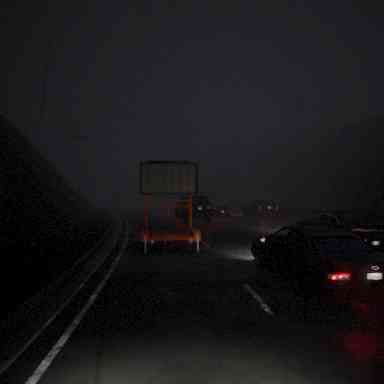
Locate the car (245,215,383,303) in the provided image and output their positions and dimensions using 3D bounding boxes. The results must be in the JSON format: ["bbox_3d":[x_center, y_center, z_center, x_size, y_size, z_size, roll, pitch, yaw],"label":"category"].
[{"bbox_3d":[3.043,1.571,8.487,2.033,1.411,5.357,0,0,-6],"label":"car"}]

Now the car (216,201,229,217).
[{"bbox_3d":[2.196,1.612,32.608,1.812,1.442,4.674,0,0,-15],"label":"car"}]

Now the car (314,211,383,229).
[{"bbox_3d":[5.967,1.530,13.749,2.128,1.511,4.902,0,0,-7],"label":"car"}]

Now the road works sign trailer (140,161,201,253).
[{"bbox_3d":[-0.988,0.501,13.945,2.380,3.560,2.880,0,0,-10],"label":"road works sign trailer"}]

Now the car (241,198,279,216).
[{"bbox_3d":[6.217,1.436,31.040,2.097,1.767,4.553,0,0,-14],"label":"car"}]

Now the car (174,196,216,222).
[{"bbox_3d":[-0.051,1.296,27.333,2.150,2.045,5.566,0,0,-13],"label":"car"}]
